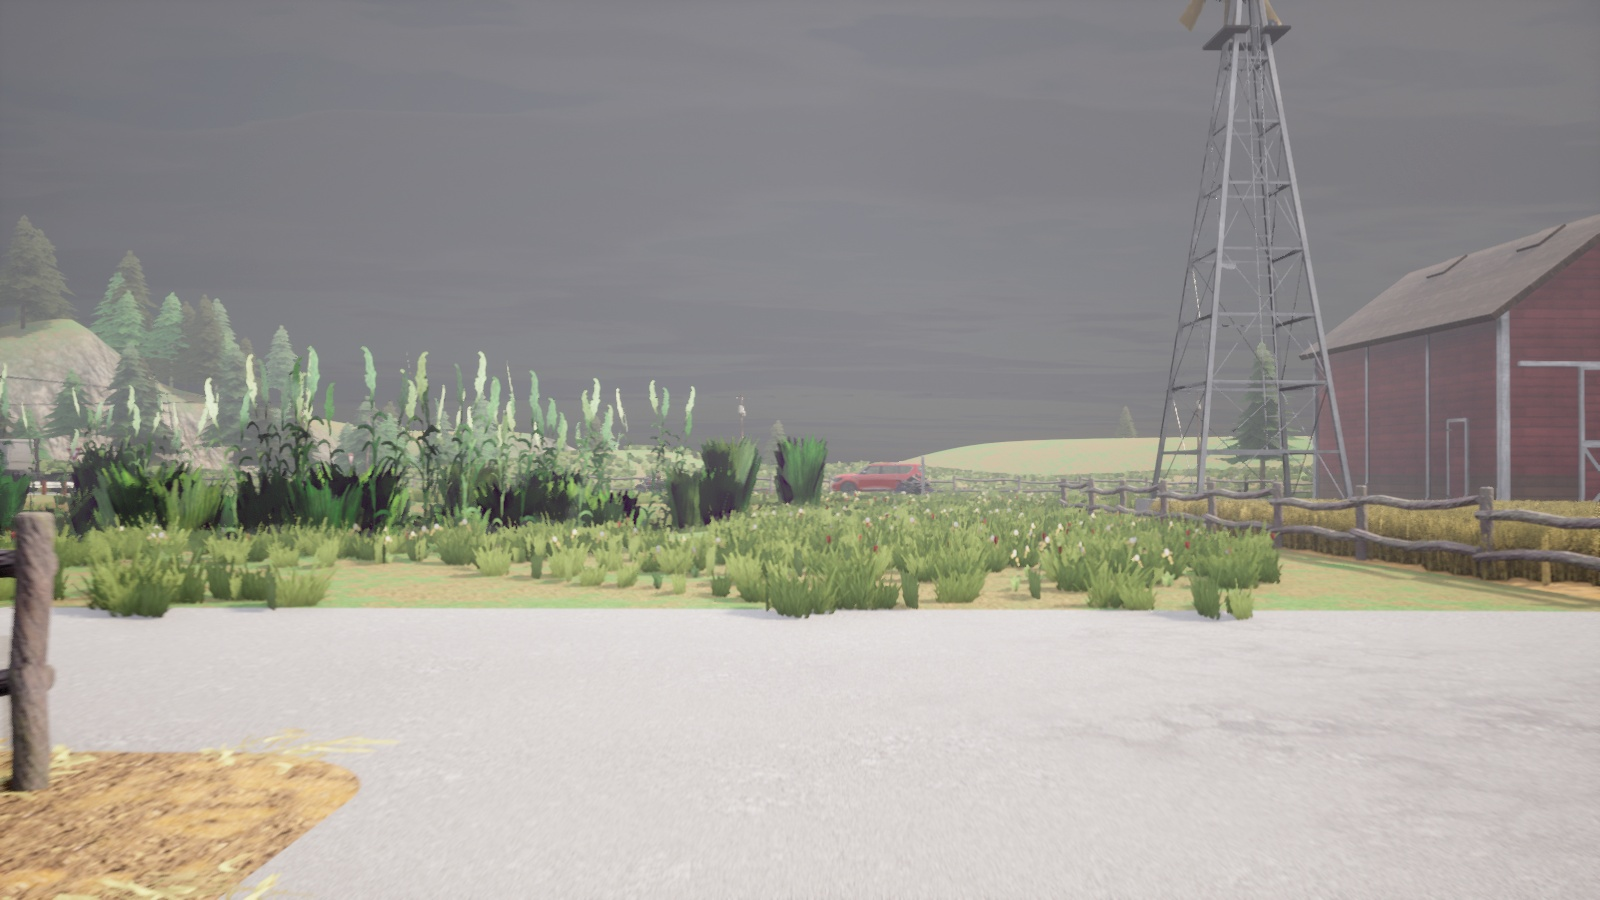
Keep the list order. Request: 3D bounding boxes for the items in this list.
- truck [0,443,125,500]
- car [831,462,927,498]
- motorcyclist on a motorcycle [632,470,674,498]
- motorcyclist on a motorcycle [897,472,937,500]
[{"bbox_3d":[-46.874,1.332,78.516,7.936,3.462,2.891,0,-1,5],"label":"truck"},{"bbox_3d":[4.653,1.752,73.842,5.566,2.045,2.150,0,-1,5],"label":"car"},{"bbox_3d":[-8.790,2.055,74.994,2.350,1.649,0.766,0,-1,5],"label":"motorcyclist on a motorcycle"},{"bbox_3d":[6.544,2.004,70.463,2.191,1.530,0.866,0,-1,5],"label":"motorcyclist on a motorcycle"}]
